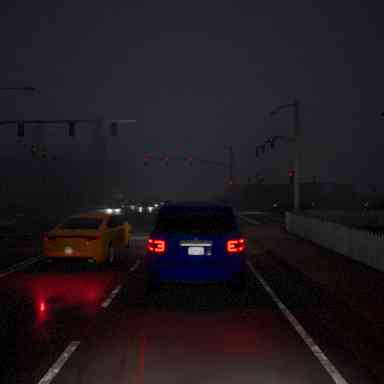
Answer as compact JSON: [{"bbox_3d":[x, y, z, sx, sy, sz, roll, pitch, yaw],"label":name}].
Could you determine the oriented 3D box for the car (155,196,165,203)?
[{"bbox_3d":[-6.804,1.524,71.163,1.812,1.442,4.674,0,0,0],"label":"car"}]

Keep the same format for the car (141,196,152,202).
[{"bbox_3d":[-10.292,1.595,75.302,1.895,1.301,4.718,0,0,0],"label":"car"}]

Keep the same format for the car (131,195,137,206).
[{"bbox_3d":[-10.428,1.352,56.165,2.097,1.767,4.553,0,0,0],"label":"car"}]

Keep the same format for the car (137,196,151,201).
[{"bbox_3d":[-6.938,1.526,51.623,1.812,1.442,4.674,0,0,0],"label":"car"}]

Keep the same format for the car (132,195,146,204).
[{"bbox_3d":[-10.350,1.477,65.378,1.882,1.535,5.008,0,0,1],"label":"car"}]

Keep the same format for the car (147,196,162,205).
[{"bbox_3d":[-6.898,1.547,61.225,2.033,1.411,5.357,0,0,1],"label":"car"}]

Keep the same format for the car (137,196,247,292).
[{"bbox_3d":[0.087,1.221,9.050,2.150,2.045,5.566,0,0,0],"label":"car"}]

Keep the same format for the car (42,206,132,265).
[{"bbox_3d":[-3.392,1.478,11.674,1.882,1.535,5.008,0,0,0],"label":"car"}]

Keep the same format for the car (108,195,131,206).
[{"bbox_3d":[-10.463,1.491,47.028,2.128,1.511,4.902,0,0,0],"label":"car"}]

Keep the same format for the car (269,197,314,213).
[{"bbox_3d":[10.746,1.352,36.100,4.553,1.767,2.097,0,0,-1],"label":"car"}]

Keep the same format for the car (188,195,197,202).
[{"bbox_3d":[0.215,1.540,77.526,2.033,1.411,5.357,0,0,0],"label":"car"}]

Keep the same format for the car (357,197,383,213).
[{"bbox_3d":[20.528,1.352,36.316,4.553,1.767,2.097,0,0,-1],"label":"car"}]
